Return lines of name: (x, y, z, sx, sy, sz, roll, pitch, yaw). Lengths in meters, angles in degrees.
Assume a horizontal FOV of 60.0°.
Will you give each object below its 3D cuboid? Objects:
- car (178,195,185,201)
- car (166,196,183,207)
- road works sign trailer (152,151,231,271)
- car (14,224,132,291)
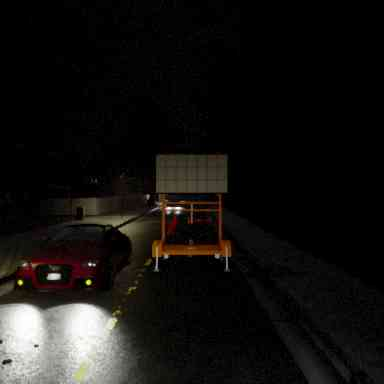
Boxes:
car: (-2.793, 1.543, 82.859, 2.128, 1.511, 4.902, 0, 0, 0)
car: (-2.873, 1.619, 51.077, 1.895, 1.301, 4.718, 0, 0, 0)
road works sign trailer: (-0.005, 0.464, 10.853, 2.380, 3.560, 2.880, 0, 0, 0)
car: (-2.856, 1.563, 8.875, 1.994, 1.385, 4.181, 0, 0, 0)
